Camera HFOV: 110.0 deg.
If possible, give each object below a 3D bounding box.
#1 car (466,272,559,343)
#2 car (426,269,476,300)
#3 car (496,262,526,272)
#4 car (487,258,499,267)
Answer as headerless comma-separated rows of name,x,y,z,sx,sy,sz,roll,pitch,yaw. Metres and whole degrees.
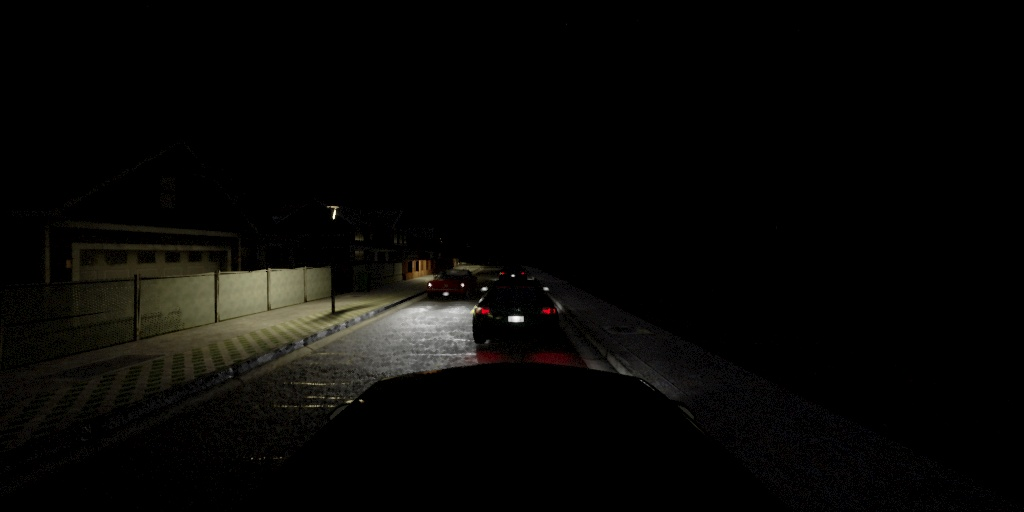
car,0.088,1.313,9.644,1.994,1.385,4.181,0,0,0
car,-2.872,1.348,17.825,1.895,1.301,4.718,0,0,0
car,0.068,1.309,26.288,1.994,1.385,4.181,0,0,0
car,-3.167,0.992,59.107,2.033,1.411,5.357,0,0,-4
